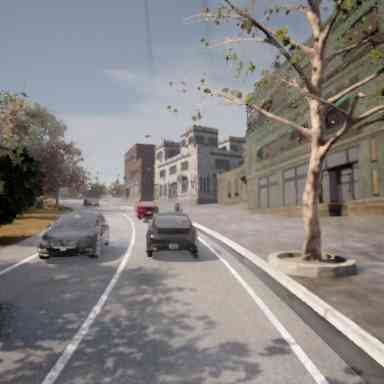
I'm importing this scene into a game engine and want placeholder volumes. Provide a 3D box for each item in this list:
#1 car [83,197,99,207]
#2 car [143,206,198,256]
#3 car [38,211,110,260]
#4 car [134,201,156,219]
[{"bbox_3d":[-15.483,1.555,51.132,2.128,1.511,4.902,2,-1,-25],"label":"car"},{"bbox_3d":[-0.886,1.551,13.398,1.837,1.490,4.892,1,0,-7],"label":"car"},{"bbox_3d":[-4.257,1.524,12.672,1.837,1.490,4.892,1,0,-7],"label":"car"},{"bbox_3d":[-4.284,1.613,30.941,1.882,1.535,5.008,1,-1,-15],"label":"car"}]
